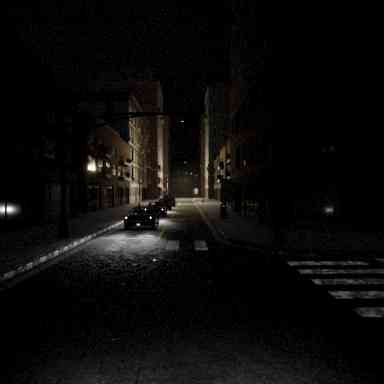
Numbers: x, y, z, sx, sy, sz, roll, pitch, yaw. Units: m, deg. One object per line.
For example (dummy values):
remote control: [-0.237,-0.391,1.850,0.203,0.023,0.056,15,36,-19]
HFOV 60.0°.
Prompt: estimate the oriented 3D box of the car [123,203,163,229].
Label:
car: [-3.185,1.596,21.733,1.895,1.301,4.718,0,0,-1]

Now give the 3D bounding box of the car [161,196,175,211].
car: [-3.444,1.547,40.179,1.994,1.385,4.181,0,0,0]

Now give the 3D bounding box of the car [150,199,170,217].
car: [-3.324,1.591,30.905,1.895,1.301,4.718,0,0,-1]
